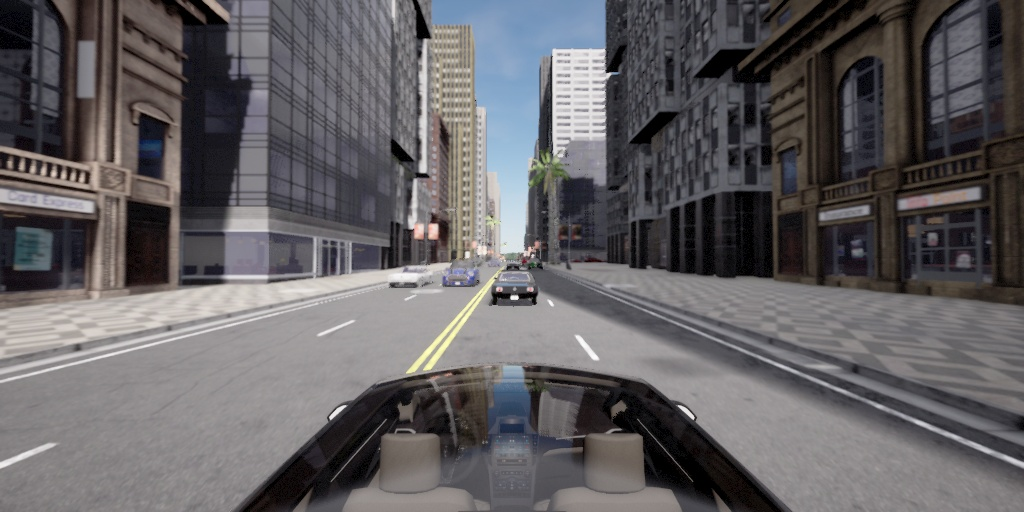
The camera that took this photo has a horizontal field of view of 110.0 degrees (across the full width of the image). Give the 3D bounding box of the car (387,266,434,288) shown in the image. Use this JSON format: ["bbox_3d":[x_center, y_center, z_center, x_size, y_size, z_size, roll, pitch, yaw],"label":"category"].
[{"bbox_3d":[-6.581,1.335,23.647,1.895,1.301,4.718,0,0,0],"label":"car"}]

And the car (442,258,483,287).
[{"bbox_3d":[-3.328,1.086,24.186,2.097,1.767,4.553,0,0,0],"label":"car"}]

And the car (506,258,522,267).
[{"bbox_3d":[0.139,1.338,52.946,1.895,1.301,4.718,0,0,0],"label":"car"}]

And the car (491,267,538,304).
[{"bbox_3d":[0.111,1.344,16.337,1.895,1.301,4.718,0,0,0],"label":"car"}]

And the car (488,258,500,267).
[{"bbox_3d":[-3.227,1.120,64.743,2.097,1.767,4.553,0,0,1],"label":"car"}]

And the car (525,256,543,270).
[{"bbox_3d":[3.391,1.091,53.708,2.097,1.767,4.553,0,0,0],"label":"car"}]

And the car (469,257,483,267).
[{"bbox_3d":[-6.477,1.120,64.746,2.097,1.767,4.553,0,0,1],"label":"car"}]
